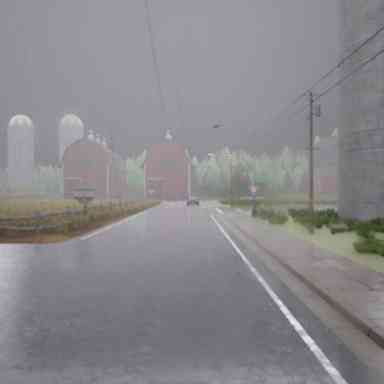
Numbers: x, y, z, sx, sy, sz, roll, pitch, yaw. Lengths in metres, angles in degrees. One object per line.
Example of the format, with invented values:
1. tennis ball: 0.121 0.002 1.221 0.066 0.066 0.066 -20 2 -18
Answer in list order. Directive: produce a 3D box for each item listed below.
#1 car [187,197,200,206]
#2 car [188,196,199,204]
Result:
1. car: 0.171 1.489 53.230 1.812 1.442 4.674 0 0 0
2. car: 0.322 1.555 66.164 1.895 1.301 4.718 0 0 3
